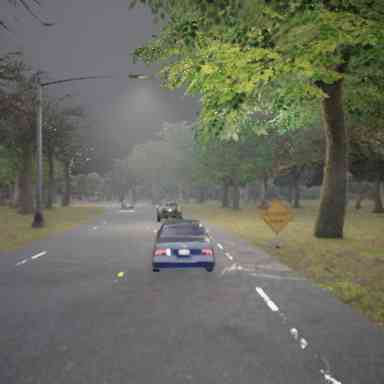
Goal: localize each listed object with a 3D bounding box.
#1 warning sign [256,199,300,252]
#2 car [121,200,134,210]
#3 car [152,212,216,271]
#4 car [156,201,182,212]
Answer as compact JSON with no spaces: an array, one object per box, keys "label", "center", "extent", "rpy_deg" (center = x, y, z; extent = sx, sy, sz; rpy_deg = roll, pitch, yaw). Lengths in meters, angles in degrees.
[{"label":"warning sign","center":[3.155,1.197,12.348],"extent":[1.300,1.860,1.060],"rpy_deg":[0,0,-3]},{"label":"car","center":[-9.941,1.963,51.376],"extent":[2.128,1.511,4.902],"rpy_deg":[0,0,-13]},{"label":"car","center":[-0.331,1.622,11.129],"extent":[2.033,1.411,5.357],"rpy_deg":[0,0,-3]},{"label":"car","center":[-2.114,1.592,29.625],"extent":[2.097,1.767,4.553],"rpy_deg":[0,-1,-8]}]
